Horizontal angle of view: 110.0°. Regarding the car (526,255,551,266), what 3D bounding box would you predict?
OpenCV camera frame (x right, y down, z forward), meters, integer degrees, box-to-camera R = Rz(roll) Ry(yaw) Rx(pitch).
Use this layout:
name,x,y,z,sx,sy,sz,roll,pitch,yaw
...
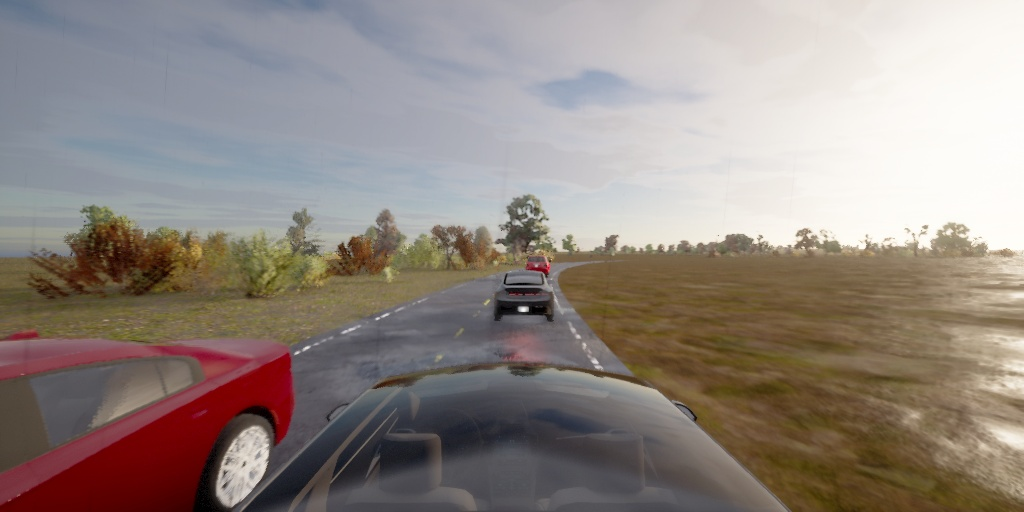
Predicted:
name,x,y,z,sx,sy,sz,roll,pitch,yaw
car,2.564,0.965,34.723,2.150,2.045,5.566,0,0,8

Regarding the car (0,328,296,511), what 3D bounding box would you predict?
name,x,y,z,sx,sy,sz,roll,pitch,yaw
car,-3.045,1.222,1.405,1.882,1.535,5.008,0,0,0

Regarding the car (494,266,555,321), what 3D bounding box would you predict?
name,x,y,z,sx,sy,sz,roll,pitch,yaw
car,0.442,1.255,12.540,1.837,1.490,4.892,0,0,3
